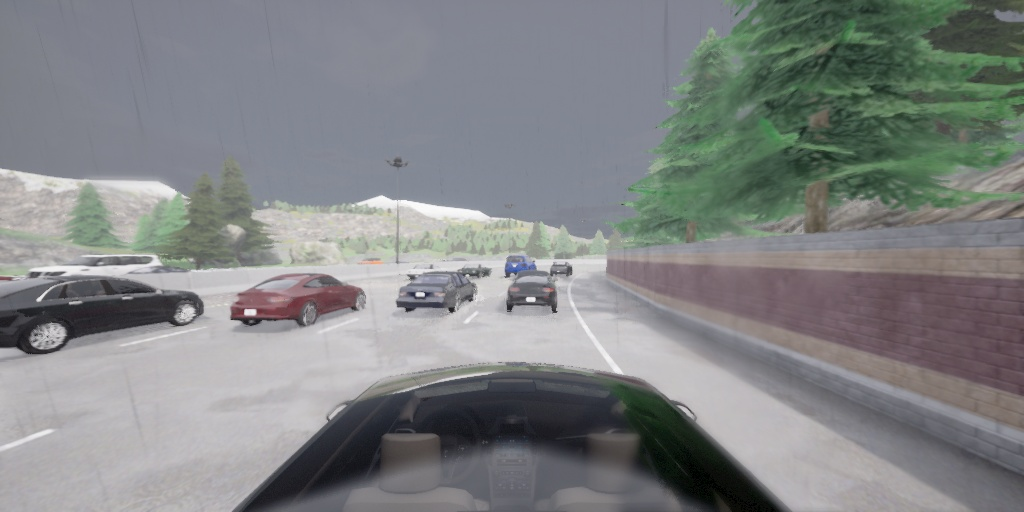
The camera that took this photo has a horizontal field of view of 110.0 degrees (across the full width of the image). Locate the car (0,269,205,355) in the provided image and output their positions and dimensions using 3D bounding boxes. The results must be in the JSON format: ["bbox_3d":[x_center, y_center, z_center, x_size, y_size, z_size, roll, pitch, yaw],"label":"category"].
[{"bbox_3d":[-10.105,1.224,8.610,1.837,1.490,4.892,0,0,3],"label":"car"}]

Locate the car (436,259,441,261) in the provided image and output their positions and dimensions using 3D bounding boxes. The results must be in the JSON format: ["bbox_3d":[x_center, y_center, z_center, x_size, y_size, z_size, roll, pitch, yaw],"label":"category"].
[{"bbox_3d":[-12.207,1.283,61.374,1.994,1.385,4.181,0,0,23],"label":"car"}]

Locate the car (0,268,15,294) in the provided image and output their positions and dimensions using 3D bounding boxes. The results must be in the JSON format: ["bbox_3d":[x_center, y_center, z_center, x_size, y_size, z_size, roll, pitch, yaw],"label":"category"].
[{"bbox_3d":[-27.235,1.267,16.528,1.895,1.301,4.718,0,0,6],"label":"car"}]

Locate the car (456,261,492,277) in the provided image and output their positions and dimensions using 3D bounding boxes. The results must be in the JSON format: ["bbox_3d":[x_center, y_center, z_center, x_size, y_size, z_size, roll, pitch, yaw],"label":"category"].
[{"bbox_3d":[-3.240,1.345,32.115,1.895,1.301,4.718,0,0,13],"label":"car"}]

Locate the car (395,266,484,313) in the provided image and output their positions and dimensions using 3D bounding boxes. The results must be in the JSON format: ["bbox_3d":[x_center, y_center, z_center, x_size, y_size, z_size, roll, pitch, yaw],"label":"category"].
[{"bbox_3d":[-2.712,1.291,14.050,2.033,1.411,5.357,0,0,6],"label":"car"}]

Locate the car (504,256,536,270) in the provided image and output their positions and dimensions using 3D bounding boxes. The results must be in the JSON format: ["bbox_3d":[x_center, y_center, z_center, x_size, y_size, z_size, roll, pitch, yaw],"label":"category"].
[{"bbox_3d":[0.879,0.979,34.238,2.150,2.045,5.566,0,0,14],"label":"car"}]

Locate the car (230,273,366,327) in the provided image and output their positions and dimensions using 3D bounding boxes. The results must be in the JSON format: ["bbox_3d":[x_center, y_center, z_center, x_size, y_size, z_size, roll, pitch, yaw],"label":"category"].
[{"bbox_3d":[-6.428,1.257,11.330,1.812,1.442,4.674,0,0,4],"label":"car"}]

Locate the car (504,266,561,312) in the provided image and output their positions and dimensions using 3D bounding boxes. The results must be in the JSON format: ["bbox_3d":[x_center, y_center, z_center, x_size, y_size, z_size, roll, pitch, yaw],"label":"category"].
[{"bbox_3d":[0.849,1.280,14.210,1.812,1.442,4.674,0,0,6],"label":"car"}]

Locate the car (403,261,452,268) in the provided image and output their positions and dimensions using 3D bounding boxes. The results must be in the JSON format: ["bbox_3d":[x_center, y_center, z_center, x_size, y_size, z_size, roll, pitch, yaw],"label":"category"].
[{"bbox_3d":[-7.128,1.332,30.748,1.895,1.301,4.718,0,0,12],"label":"car"}]

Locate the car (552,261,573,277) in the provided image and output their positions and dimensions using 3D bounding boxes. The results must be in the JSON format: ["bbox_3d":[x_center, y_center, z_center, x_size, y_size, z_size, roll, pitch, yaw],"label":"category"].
[{"bbox_3d":[5.028,1.262,36.105,2.128,1.511,4.902,0,0,15],"label":"car"}]

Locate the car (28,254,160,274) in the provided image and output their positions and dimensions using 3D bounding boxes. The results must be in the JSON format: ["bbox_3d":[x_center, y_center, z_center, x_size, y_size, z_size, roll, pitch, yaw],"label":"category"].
[{"bbox_3d":[-23.278,0.901,20.387,2.150,2.045,5.566,0,0,8],"label":"car"}]

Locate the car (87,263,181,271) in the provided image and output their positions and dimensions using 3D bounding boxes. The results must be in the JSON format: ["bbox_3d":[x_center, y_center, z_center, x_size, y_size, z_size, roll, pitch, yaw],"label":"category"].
[{"bbox_3d":[-19.794,1.254,19.825,1.994,1.385,4.181,0,0,8],"label":"car"}]

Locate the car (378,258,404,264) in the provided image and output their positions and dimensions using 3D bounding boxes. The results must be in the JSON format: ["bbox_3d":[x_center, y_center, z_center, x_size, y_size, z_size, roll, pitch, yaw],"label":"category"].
[{"bbox_3d":[-18.172,1.301,55.922,1.895,1.301,4.718,0,0,20],"label":"car"}]

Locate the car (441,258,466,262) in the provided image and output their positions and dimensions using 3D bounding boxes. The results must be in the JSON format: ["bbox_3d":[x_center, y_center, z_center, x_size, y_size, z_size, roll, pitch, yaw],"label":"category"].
[{"bbox_3d":[-9.169,1.081,59.622,2.097,1.767,4.553,0,0,23],"label":"car"}]

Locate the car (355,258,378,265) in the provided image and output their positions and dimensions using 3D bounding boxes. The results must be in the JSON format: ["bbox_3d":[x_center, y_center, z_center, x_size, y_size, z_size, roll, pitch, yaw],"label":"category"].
[{"bbox_3d":[-22.029,1.040,55.391,2.097,1.767,4.553,0,0,20],"label":"car"}]
